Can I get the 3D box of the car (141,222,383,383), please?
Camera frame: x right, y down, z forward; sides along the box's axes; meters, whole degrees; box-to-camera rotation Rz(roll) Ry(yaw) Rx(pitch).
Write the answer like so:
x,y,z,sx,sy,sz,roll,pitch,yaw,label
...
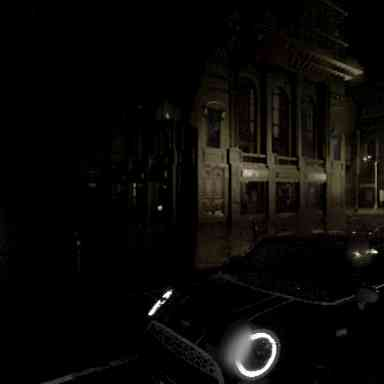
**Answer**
x,y,z,sx,sy,sz,roll,pitch,yaw,label
1.604,1.368,4.527,4.553,1.767,2.097,0,0,-36,car
